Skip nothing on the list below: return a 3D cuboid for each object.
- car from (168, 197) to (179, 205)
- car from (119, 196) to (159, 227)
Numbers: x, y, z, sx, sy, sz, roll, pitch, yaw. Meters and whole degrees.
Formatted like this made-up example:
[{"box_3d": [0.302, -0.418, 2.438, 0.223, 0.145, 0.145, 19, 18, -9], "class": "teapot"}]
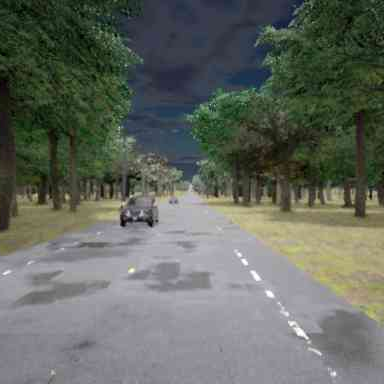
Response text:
[{"box_3d": [-3.574, 1.717, 65.144, 1.837, 1.490, 4.892, 0, 0, 0], "class": "car"}, {"box_3d": [-3.621, 1.329, 23.809, 2.150, 2.045, 5.566, 0, 0, 0], "class": "car"}]
